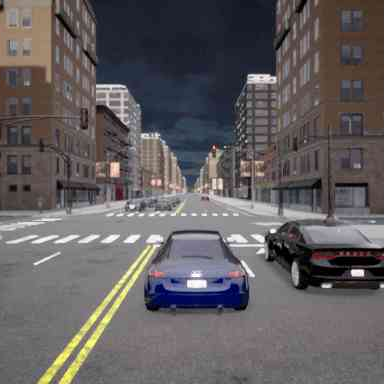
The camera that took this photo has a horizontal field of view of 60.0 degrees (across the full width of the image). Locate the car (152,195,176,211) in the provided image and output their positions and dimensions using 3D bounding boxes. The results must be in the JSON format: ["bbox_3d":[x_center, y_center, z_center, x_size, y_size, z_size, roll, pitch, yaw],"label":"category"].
[{"bbox_3d":[-3.381,1.496,40.458,1.837,1.490,4.892,0,0,0],"label":"car"}]

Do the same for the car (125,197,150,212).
[{"bbox_3d":[-6.630,1.483,39.206,2.128,1.511,4.902,0,0,0],"label":"car"}]

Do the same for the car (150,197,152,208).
[{"bbox_3d":[-6.638,1.492,48.452,1.837,1.490,4.892,0,0,0],"label":"car"}]

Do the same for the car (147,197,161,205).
[{"bbox_3d":[-6.629,1.583,58.376,1.895,1.301,4.718,0,0,0],"label":"car"}]

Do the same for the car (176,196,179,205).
[{"bbox_3d":[-3.385,1.492,49.767,1.837,1.490,4.892,0,0,0],"label":"car"}]

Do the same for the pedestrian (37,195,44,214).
[{"bbox_3d":[-14.169,1.164,31.092,0.375,1.860,0.375,0,0,0],"label":"pedestrian"}]

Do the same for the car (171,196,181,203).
[{"bbox_3d":[-3.311,1.487,69.697,2.033,1.411,5.357,0,0,0],"label":"car"}]

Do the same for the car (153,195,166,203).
[{"bbox_3d":[-6.568,1.469,68.491,2.128,1.511,4.902,0,0,0],"label":"car"}]

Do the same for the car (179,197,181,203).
[{"bbox_3d":[-3.375,1.546,59.311,1.994,1.385,4.181,0,0,0],"label":"car"}]

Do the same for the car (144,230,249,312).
[{"bbox_3d":[0.081,1.563,7.781,1.994,1.385,4.181,0,0,0],"label":"car"}]

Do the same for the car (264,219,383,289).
[{"bbox_3d":[3.330,1.476,9.159,1.882,1.535,5.008,0,0,0],"label":"car"}]

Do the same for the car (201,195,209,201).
[{"bbox_3d":[3.180,1.449,80.583,1.882,1.535,5.008,0,0,0],"label":"car"}]
